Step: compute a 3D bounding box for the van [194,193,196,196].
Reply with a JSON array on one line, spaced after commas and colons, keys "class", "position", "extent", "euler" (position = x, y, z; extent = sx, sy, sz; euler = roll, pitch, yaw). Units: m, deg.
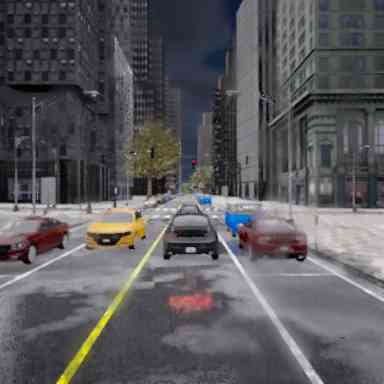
[{"class": "van", "position": [2.160, 1.367, 87.955], "extent": [1.690, 1.788, 3.998], "euler": [0, 0, 0]}]

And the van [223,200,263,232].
[{"class": "van", "position": [2.655, 1.325, 17.493], "extent": [1.690, 1.788, 3.998], "euler": [0, 0, 0]}]

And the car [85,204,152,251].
[{"class": "car", "position": [-3.104, 1.489, 14.462], "extent": [1.882, 1.535, 5.008], "euler": [0, 0, 0]}]

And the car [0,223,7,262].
[{"class": "car", "position": [-5.824, 1.570, 6.402], "extent": [1.887, 1.381, 4.507], "euler": [0, 0, 0]}]

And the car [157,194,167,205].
[{"class": "car", "position": [-6.178, 1.584, 60.600], "extent": [1.887, 1.381, 4.507], "euler": [0, 0, 0]}]

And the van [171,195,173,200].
[{"class": "van", "position": [-6.322, 1.400, 81.756], "extent": [1.690, 1.788, 3.998], "euler": [0, 0, 0]}]

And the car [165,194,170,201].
[{"class": "car", "position": [-6.214, 1.359, 65.889], "extent": [2.192, 1.841, 5.009], "euler": [0, 0, 0]}]

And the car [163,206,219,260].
[{"class": "car", "position": [-0.035, 1.502, 12.442], "extent": [1.837, 1.490, 4.892], "euler": [0, 0, 0]}]

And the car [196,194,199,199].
[{"class": "car", "position": [2.308, 1.548, 66.302], "extent": [1.887, 1.381, 4.507], "euler": [0, 0, 0]}]

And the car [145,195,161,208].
[{"class": "car", "position": [-6.111, 1.559, 49.850], "extent": [1.752, 1.417, 4.829], "euler": [0, 0, 0]}]

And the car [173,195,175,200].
[{"class": "car", "position": [-6.394, 1.637, 92.333], "extent": [1.947, 1.339, 4.313], "euler": [0, 0, 0]}]

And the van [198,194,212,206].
[{"class": "van", "position": [2.382, 1.337, 55.476], "extent": [1.690, 1.788, 3.998], "euler": [0, 0, 0]}]

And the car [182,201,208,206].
[{"class": "car", "position": [-0.148, 1.561, 22.415], "extent": [1.994, 1.385, 4.181], "euler": [0, 0, 0]}]

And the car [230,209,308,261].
[{"class": "car", "position": [2.692, 1.529, 11.968], "extent": [1.887, 1.381, 4.507], "euler": [0, 0, 0]}]

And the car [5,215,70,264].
[{"class": "car", "position": [-5.863, 1.569, 11.928], "extent": [1.887, 1.381, 4.507], "euler": [0, 0, 0]}]
